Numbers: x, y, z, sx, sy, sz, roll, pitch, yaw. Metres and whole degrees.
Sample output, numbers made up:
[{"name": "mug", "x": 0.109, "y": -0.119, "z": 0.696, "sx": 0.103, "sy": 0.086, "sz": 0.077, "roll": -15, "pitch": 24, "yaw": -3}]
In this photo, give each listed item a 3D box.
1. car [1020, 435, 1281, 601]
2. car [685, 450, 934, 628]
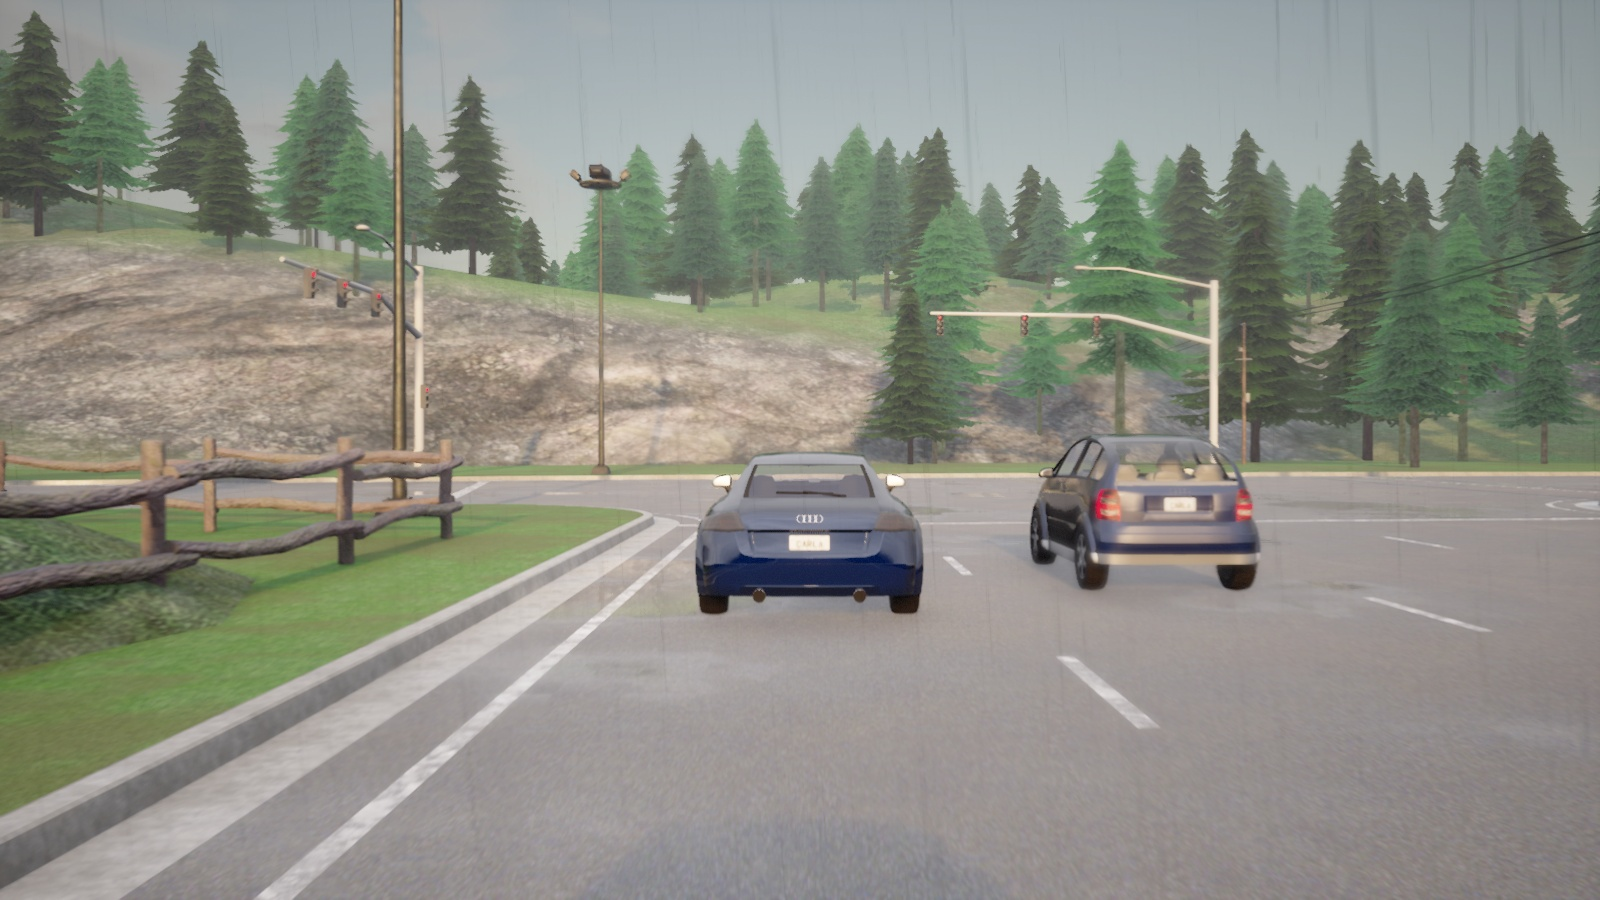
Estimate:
[{"name": "car", "x": 3.592, "y": 0.614, "z": 13.562, "sx": 1.789, "sy": 1.549, "sz": 3.705, "roll": 0, "pitch": 1, "yaw": 0}, {"name": "car", "x": 0.084, "y": 0.708, "z": 12.123, "sx": 1.994, "sy": 1.385, "sz": 4.181, "roll": 0, "pitch": 0, "yaw": 0}]
